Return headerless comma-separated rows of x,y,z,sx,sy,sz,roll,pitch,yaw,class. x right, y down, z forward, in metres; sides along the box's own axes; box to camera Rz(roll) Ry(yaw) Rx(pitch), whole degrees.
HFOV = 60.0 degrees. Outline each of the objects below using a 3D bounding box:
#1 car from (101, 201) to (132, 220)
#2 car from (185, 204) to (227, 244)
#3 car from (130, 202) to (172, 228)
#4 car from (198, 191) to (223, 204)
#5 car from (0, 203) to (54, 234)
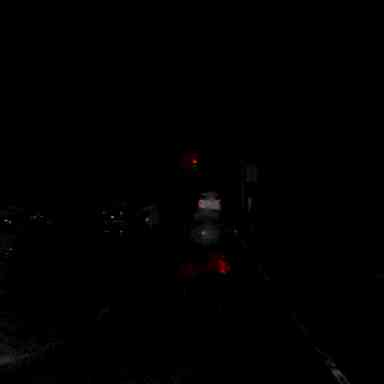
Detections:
-5.770,1.472,27.613,2.033,1.411,5.357,0,0,4,car
0.688,1.510,15.728,1.812,1.442,4.674,0,0,3,car
-2.450,1.484,21.938,1.812,1.442,4.674,0,0,4,car
1.769,1.123,32.321,2.150,2.045,5.566,0,0,4,car
-9.849,1.437,19.180,1.882,1.535,5.008,0,0,4,car
